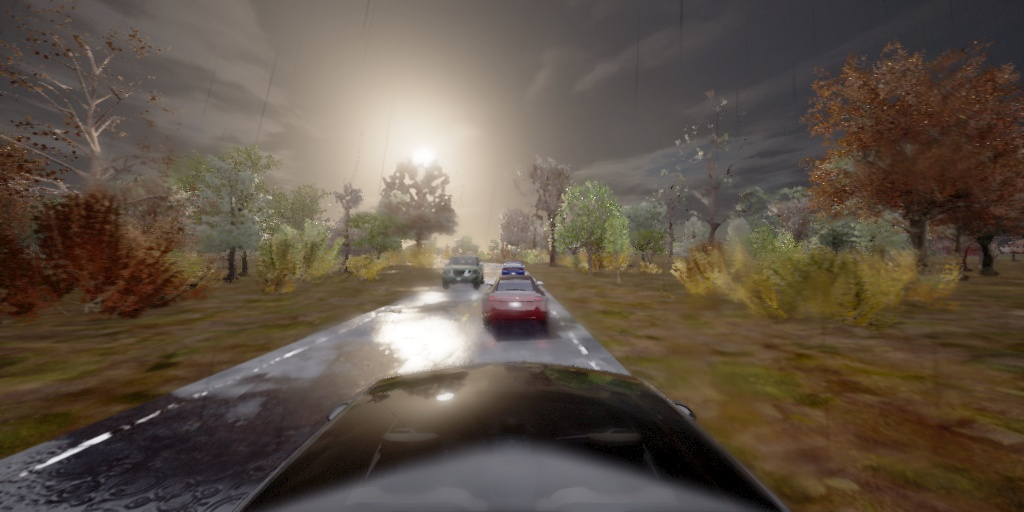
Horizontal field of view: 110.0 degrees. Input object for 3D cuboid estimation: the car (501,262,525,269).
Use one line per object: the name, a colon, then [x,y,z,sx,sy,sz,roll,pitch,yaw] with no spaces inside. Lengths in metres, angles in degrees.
car: [0.099,1.218,30.499,1.882,1.535,5.008,0,0,0]

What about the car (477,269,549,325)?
car: [0.100,1.313,11.854,1.994,1.385,4.181,0,0,0]

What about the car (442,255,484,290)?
car: [-3.002,0.954,23.040,2.150,2.045,5.566,0,0,0]
